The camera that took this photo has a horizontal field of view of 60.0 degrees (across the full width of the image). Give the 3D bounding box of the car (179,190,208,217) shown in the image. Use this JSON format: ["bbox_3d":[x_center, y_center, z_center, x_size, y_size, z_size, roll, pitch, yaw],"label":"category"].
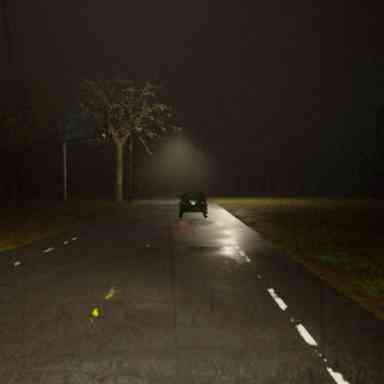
[{"bbox_3d":[0.105,0.872,27.024,2.150,2.045,5.566,0,1,0],"label":"car"}]

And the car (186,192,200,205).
[{"bbox_3d":[0.104,0.836,44.452,1.812,1.442,4.674,0,1,0],"label":"car"}]
